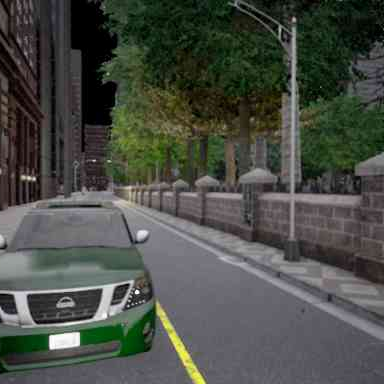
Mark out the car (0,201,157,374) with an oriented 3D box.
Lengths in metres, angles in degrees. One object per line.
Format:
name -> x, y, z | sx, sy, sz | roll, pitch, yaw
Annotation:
car -> -2.140, 1.221, 6.163 | 2.150, 2.045, 5.566 | 0, 0, -17
